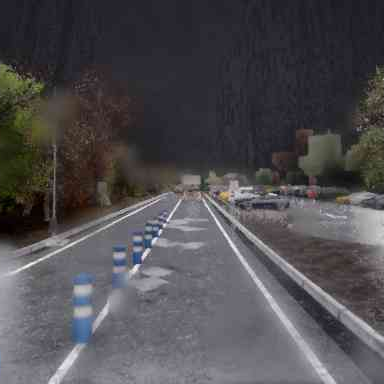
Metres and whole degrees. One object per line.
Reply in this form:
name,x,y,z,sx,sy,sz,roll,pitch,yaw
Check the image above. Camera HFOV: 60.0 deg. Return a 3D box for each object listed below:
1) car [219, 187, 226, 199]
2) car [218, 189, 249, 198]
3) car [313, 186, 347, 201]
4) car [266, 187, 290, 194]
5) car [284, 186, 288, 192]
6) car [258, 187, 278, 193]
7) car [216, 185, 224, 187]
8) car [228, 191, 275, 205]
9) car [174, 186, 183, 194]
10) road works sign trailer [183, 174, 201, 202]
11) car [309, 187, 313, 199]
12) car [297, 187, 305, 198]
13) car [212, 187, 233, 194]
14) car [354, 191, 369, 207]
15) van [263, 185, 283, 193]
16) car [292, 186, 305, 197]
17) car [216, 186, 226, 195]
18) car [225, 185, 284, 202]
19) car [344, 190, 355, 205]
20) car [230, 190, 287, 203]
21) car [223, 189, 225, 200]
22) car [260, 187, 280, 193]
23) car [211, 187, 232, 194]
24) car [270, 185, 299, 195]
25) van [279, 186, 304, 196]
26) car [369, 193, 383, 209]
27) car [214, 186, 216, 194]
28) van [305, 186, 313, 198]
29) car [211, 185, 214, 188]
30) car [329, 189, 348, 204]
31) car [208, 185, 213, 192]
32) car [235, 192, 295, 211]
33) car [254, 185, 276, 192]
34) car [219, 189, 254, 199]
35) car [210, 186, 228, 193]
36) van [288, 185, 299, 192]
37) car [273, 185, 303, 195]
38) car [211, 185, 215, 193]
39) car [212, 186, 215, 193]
car,6.732,0.527,45.390,5.366,1.575,1.946,0,2,0
car,7.005,0.193,56.477,4.892,1.521,2.231,0,2,0
car,20.025,0.275,45.239,5.566,2.045,2.435,0,2,0
car,20.271,-0.343,78.467,5.008,1.535,2.097,0,1,0
car,20.142,0.049,61.851,5.008,1.535,2.097,0,1,0
car,20.364,-0.604,89.545,5.008,1.535,2.097,0,1,0
car,7.066,-0.005,59.252,4.553,1.767,2.185,0,1,0
car,7.057,0.706,39.838,5.366,1.575,1.946,0,2,0
car,-3.086,-0.508,77.344,2.097,1.767,4.553,0,1,0
road works sign trailer,-0.001,-0.577,44.951,2.380,3.560,2.880,0,2,0
car,19.992,0.467,48.016,4.792,1.488,2.163,0,2,0
car,20.097,0.292,53.678,4.792,1.488,2.163,0,2,1
car,7.205,-0.339,78.680,4.892,1.521,2.231,0,1,0
car,19.874,0.914,34.174,4.792,1.488,2.163,0,2,0
van,20.441,-0.702,84.125,4.442,1.987,1.878,0,1,0
car,20.119,0.218,56.316,4.792,1.488,2.163,0,1,0
car,6.780,0.347,51.060,5.366,1.575,1.946,0,2,0
car,6.876,0.548,37.056,5.566,2.045,2.435,0,2,0
car,19.924,0.835,36.943,4.674,1.452,2.002,0,2,0
car,6.830,0.889,34.290,5.008,1.535,2.097,0,2,0
car,6.901,0.621,42.614,4.892,1.521,2.231,0,2,0
car,20.344,-0.498,86.775,4.674,1.452,2.002,0,1,0
car,7.215,-0.404,81.455,4.892,1.521,2.231,0,1,0
car,20.202,-0.463,72.922,5.566,2.045,2.435,0,1,0
van,20.066,-0.307,67.385,4.442,1.987,1.878,0,1,0
car,19.913,0.844,31.525,4.553,1.767,2.185,0,2,0
car,7.087,0.082,62.028,4.792,1.488,2.163,0,1,0
van,20.161,0.120,50.899,4.442,1.987,1.878,0,2,0
car,7.122,-0.180,73.130,4.792,1.488,2.163,0,1,0
car,19.765,0.702,39.712,5.366,1.575,1.946,0,2,0
car,6.989,-0.278,75.906,5.366,1.575,1.946,0,1,0
car,6.772,1.008,31.517,4.792,1.488,2.163,0,2,0
car,20.366,-0.923,92.433,5.566,2.045,2.435,0,1,0
car,7.173,0.267,53.709,5.366,1.575,1.946,0,2,0
car,7.260,-0.727,89.778,4.553,1.767,2.185,0,1,0
van,20.005,-0.108,59.062,4.442,1.987,1.878,0,1,0
car,20.178,-0.398,70.152,5.566,2.045,2.435,0,1,0
car,7.099,-0.114,70.355,4.792,1.488,2.163,0,1,0
car,7.076,-0.049,67.579,4.792,1.488,2.163,0,1,0
